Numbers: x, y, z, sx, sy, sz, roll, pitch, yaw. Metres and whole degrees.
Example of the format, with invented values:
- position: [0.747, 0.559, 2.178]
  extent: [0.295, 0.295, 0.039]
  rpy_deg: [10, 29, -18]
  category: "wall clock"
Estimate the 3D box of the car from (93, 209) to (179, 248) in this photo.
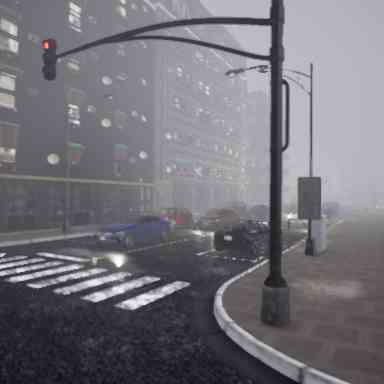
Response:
- position: [-2.801, 1.829, 16.721]
  extent: [1.812, 1.442, 4.674]
  rpy_deg: [0, -1, 30]
  category: "car"

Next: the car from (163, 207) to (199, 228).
- position: [-1.565, 1.843, 23.811]
  extent: [1.967, 1.590, 4.097]
  rpy_deg: [0, -1, 30]
  category: "car"

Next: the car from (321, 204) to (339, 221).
- position: [13.634, 2.227, 34.391]
  extent: [1.887, 1.381, 4.507]
  rpy_deg: [0, -1, 30]
  category: "car"

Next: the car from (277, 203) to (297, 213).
- position: [15.183, 2.471, 52.848]
  extent: [2.008, 1.369, 4.403]
  rpy_deg: [0, -1, 30]
  category: "car"

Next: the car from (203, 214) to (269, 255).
- position: [2.468, 1.901, 15.032]
  extent: [1.947, 1.339, 4.313]
  rpy_deg: [0, -1, 30]
  category: "car"

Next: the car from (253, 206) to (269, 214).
- position: [7.096, 2.138, 33.890]
  extent: [1.812, 1.442, 4.674]
  rpy_deg: [0, -1, 30]
  category: "car"

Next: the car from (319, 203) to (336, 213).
- position: [21.710, 2.494, 53.329]
  extent: [1.837, 1.490, 4.892]
  rpy_deg: [0, -1, 30]
  category: "car"

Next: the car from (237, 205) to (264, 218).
- position: [6.808, 2.245, 38.328]
  extent: [1.802, 1.307, 4.206]
  rpy_deg: [0, -1, 30]
  category: "car"

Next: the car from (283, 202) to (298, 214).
- position: [14.862, 2.414, 47.172]
  extent: [1.994, 1.385, 4.181]
  rpy_deg: [0, -1, 30]
  category: "car"

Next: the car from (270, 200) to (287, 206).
- position: [23.662, 3.087, 90.767]
  extent: [4.097, 1.590, 1.967]
  rpy_deg: [-1, -1, 30]
  category: "car"

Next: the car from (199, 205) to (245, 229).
- position: [2.120, 1.983, 25.267]
  extent: [1.812, 1.442, 4.674]
  rpy_deg: [0, -1, 30]
  category: "car"

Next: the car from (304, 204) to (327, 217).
- position: [16.396, 2.375, 44.109]
  extent: [2.033, 1.411, 5.357]
  rpy_deg: [0, -1, 30]
  category: "car"

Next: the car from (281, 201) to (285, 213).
- position: [12.391, 2.380, 48.008]
  extent: [1.887, 1.381, 4.507]
  rpy_deg: [0, -1, 30]
  category: "car"

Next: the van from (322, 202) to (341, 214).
- position: [16.428, 2.110, 39.233]
  extent: [1.690, 1.788, 3.998]
  rpy_deg: [0, -1, 30]
  category: "van"

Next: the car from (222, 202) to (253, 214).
- position: [4.019, 1.892, 33.492]
  extent: [2.192, 1.841, 5.009]
  rpy_deg: [0, -1, 30]
  category: "car"
